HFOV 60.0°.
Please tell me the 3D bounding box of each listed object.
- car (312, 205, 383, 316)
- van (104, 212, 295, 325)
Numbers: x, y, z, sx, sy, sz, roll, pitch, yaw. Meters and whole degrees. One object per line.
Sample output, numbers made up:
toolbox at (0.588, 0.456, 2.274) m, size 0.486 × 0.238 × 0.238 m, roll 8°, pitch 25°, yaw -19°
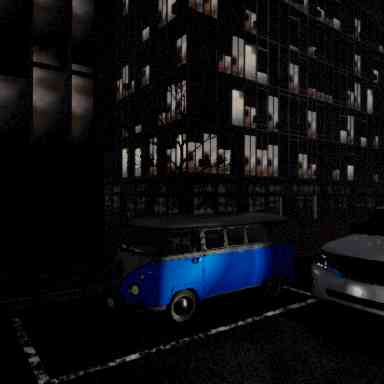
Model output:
car at (4.859, 1.221, 6.863) m, size 5.566 × 2.045 × 2.150 m, roll 0°, pitch 0°, yaw -36°
van at (0.342, 1.341, 6.807) m, size 3.998 × 1.788 × 1.690 m, roll 0°, pitch 0°, yaw -36°
